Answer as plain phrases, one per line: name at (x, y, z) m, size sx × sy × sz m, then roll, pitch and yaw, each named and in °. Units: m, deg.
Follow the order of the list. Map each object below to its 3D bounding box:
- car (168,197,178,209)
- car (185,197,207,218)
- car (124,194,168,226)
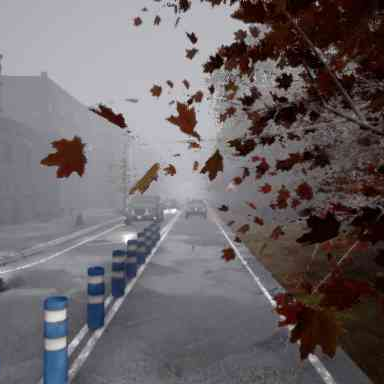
car at (-2.811, 1.365, 43.653) m, size 2.128 × 1.511 × 4.902 m, roll 0°, pitch 0°, yaw 1°
car at (0.366, 1.475, 29.553) m, size 2.033 × 1.411 × 5.357 m, roll 0°, pitch 0°, yaw 1°
car at (-3.178, 1.175, 23.104) m, size 2.150 × 2.045 × 5.566 m, roll 0°, pitch 0°, yaw 1°
